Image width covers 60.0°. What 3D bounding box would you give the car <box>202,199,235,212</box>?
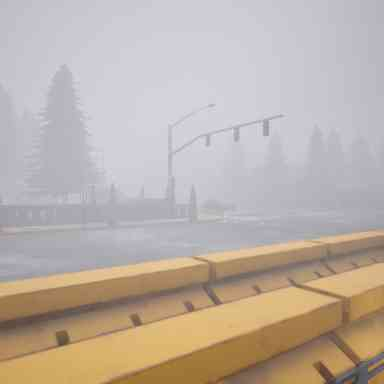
[{"bbox_3d":[3.097,1.526,39.436,1.812,1.442,4.674,0,0,-36],"label":"car"}]
